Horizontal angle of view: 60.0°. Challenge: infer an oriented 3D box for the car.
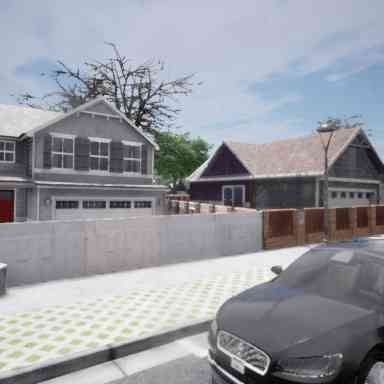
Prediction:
[{"bbox_3d":[2.454,1.505,4.747,4.892,1.490,1.837,0,0,-35],"label":"car"}]
